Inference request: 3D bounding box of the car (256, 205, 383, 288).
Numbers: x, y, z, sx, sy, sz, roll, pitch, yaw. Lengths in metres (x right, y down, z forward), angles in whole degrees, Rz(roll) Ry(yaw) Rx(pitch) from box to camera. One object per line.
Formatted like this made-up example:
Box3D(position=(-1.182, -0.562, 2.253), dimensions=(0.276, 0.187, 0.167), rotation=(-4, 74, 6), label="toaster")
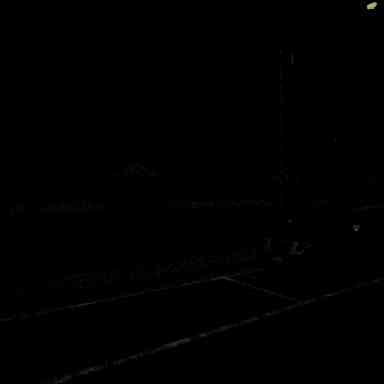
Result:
Box3D(position=(4.104, 1.313, 9.466), dimensions=(5.009, 1.841, 2.192), rotation=(0, 0, -36), label="car")
